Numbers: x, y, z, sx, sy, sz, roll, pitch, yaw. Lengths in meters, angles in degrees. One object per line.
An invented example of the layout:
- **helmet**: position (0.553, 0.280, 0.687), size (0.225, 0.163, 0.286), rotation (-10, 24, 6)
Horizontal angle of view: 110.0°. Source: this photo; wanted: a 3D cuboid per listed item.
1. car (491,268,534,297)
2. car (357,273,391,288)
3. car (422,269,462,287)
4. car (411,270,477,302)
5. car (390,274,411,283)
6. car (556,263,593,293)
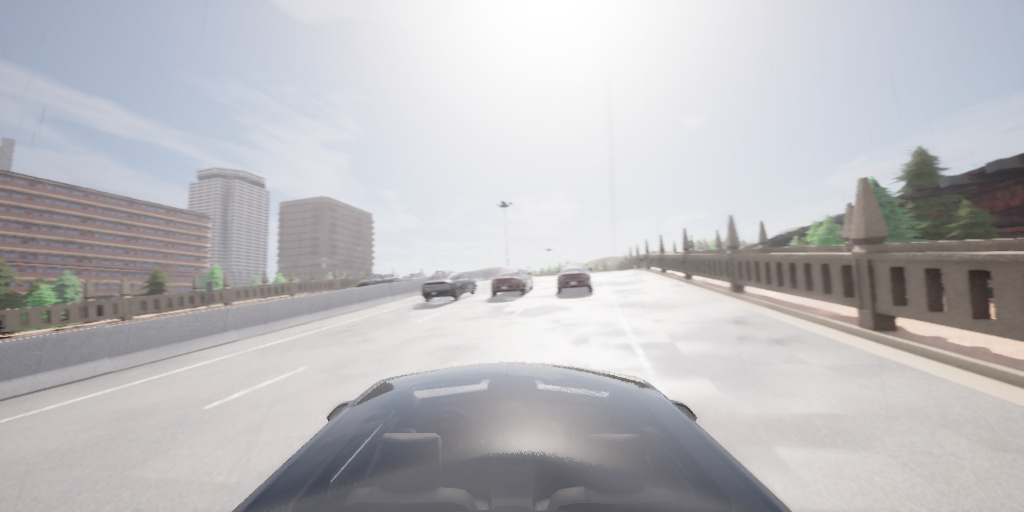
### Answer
- **car**: position (0.067, 1.427, 20.546), size (1.812, 1.442, 4.674), rotation (-5, 0, 12)
- **car**: position (-14.224, 2.655, 37.837), size (2.097, 1.767, 4.553), rotation (-5, -2, 13)
- **car**: position (-7.169, 2.226, 37.357), size (2.128, 1.511, 4.902), rotation (-5, -2, 13)
- **car**: position (-3.476, 1.691, 20.674), size (2.128, 1.511, 4.902), rotation (-5, 0, 12)
- **car**: position (-10.569, 2.590, 38.109), size (1.994, 1.385, 4.181), rotation (-5, -2, 13)
- **car**: position (3.455, 1.137, 19.711), size (1.812, 1.442, 4.674), rotation (-5, 0, 12)
